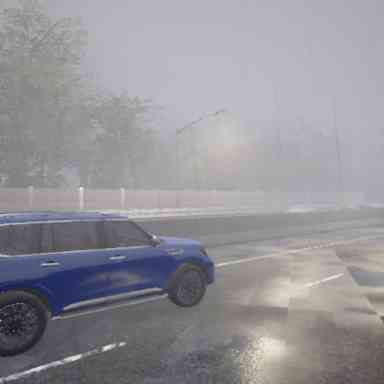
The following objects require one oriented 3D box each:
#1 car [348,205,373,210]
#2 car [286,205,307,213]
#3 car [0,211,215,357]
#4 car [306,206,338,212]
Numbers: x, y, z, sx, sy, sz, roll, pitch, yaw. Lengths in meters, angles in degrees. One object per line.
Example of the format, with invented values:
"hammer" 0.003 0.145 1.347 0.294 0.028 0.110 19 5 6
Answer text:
"car" 19.440 2.254 38.333 4.902 1.511 2.128 1 -2 -40
"car" 14.105 2.442 42.995 4.674 1.442 1.812 1 -2 -40
"car" -2.064 1.403 6.625 5.566 2.045 2.150 1 -2 -40
"car" 16.120 2.394 40.120 4.181 1.385 1.994 1 -2 -40
